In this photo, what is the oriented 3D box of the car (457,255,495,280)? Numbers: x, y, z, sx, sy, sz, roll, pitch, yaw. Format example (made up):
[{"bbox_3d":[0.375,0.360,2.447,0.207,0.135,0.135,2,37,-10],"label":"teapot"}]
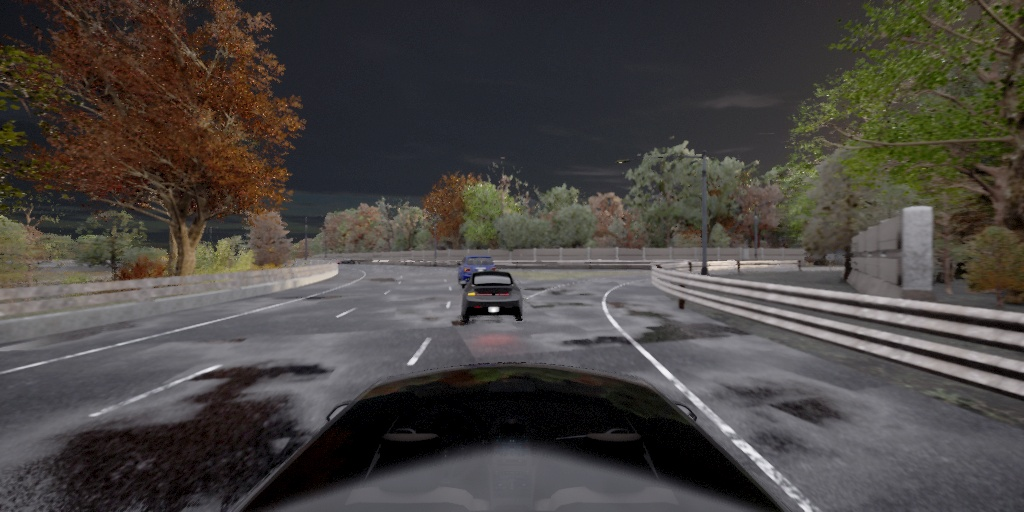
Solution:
[{"bbox_3d":[-2.422,0.984,23.988,2.150,2.045,5.566,0,0,-12],"label":"car"}]

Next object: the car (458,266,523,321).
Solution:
[{"bbox_3d":[-0.754,1.259,12.494,1.837,1.490,4.892,0,0,-6],"label":"car"}]
